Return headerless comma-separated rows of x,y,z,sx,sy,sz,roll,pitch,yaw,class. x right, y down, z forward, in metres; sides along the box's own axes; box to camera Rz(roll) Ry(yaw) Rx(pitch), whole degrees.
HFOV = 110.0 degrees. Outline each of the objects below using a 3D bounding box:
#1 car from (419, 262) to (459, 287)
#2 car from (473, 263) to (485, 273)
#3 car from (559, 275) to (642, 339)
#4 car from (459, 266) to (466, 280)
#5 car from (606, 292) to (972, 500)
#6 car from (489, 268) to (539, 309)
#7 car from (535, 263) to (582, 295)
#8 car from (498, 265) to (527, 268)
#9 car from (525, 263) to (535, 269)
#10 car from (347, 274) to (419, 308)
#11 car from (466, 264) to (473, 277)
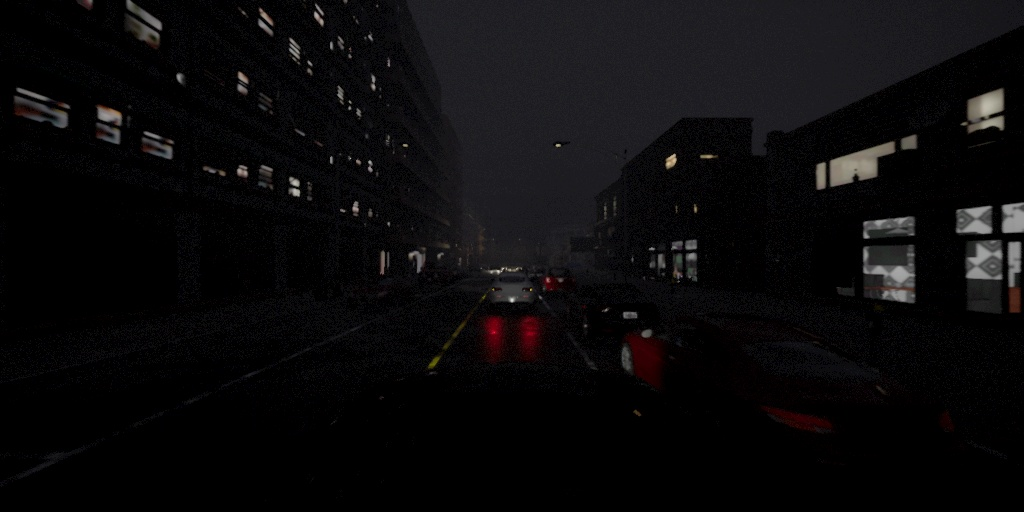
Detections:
-5.691,1.340,27.301,2.192,1.841,5.009,0,0,0,car
-5.691,1.918,55.783,1.948,1.339,4.313,0,0,0,car
2.690,1.406,10.210,1.948,1.339,4.313,0,0,0,car
-5.691,1.529,32.998,1.967,1.591,4.097,0,0,0,car
2.690,1.362,4.513,1.802,1.307,4.207,0,0,0,car
0.023,1.425,15.744,1.812,1.442,4.674,0,0,1,car
2.689,1.403,21.601,1.967,1.591,4.097,0,0,0,car
0.015,1.657,30.087,1.895,1.301,4.718,0,-1,0,car
2.690,1.704,38.690,2.007,1.370,4.403,0,0,0,car
-5.691,1.483,15.909,1.802,1.307,4.207,0,0,0,car
-5.691,1.704,38.695,2.007,1.370,4.403,0,0,0,car
